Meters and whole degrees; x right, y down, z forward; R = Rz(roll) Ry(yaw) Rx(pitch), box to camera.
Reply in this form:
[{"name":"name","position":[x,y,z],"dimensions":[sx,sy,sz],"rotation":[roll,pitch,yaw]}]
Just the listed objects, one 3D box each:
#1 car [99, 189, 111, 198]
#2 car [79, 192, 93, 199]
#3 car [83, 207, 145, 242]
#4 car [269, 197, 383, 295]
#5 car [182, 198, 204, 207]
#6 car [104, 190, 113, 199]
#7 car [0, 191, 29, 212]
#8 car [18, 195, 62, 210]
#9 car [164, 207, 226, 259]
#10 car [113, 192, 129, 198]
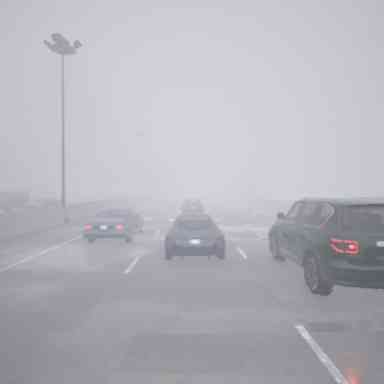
[{"name":"car","position":[-21.020,0.297,81.049],"dimensions":[2.150,2.045,5.566],"rotation":[0,1,0]},{"name":"car","position":[-24.525,0.766,77.013],"dimensions":[2.033,1.411,5.357],"rotation":[0,1,0]},{"name":"car","position":[-3.405,1.395,15.355],"dimensions":[2.033,1.411,5.357],"rotation":[0,1,0]},{"name":"car","position":[3.597,1.133,8.578],"dimensions":[2.150,2.045,5.566],"rotation":[0,1,0]},{"name":"car","position":[0.091,1.264,30.022],"dimensions":[1.994,1.385,4.181],"rotation":[0,1,0]},{"name":"car","position":[-17.525,0.790,74.457],"dimensions":[2.128,1.511,4.902],"rotation":[0,1,0]},{"name":"car","position":[-17.603,0.911,31.998],"dimensions":[2.150,2.045,5.566],"rotation":[0,1,0]},{"name":"car","position":[-14.105,1.236,31.960],"dimensions":[2.033,1.411,5.357],"rotation":[0,1,0]},{"name":"car","position":[0.094,1.443,12.020],"dimensions":[1.994,1.385,4.181],"rotation":[0,1,0]},{"name":"car","position":[-14.022,0.812,67.334],"dimensions":[1.882,1.535,5.008],"rotation":[0,1,0]}]
